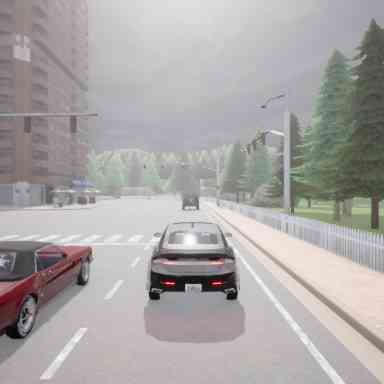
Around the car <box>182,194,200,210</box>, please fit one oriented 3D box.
[{"bbox_3d":[-0.173,1.221,43.797,2.150,2.045,5.566,0,0,-1],"label":"car"}]

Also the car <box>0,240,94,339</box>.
[{"bbox_3d":[-3.449,1.601,6.502,1.895,1.301,4.718,0,0,0],"label":"car"}]

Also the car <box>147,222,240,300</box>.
[{"bbox_3d":[0.024,1.492,8.350,2.128,1.511,4.902,0,0,0],"label":"car"}]
